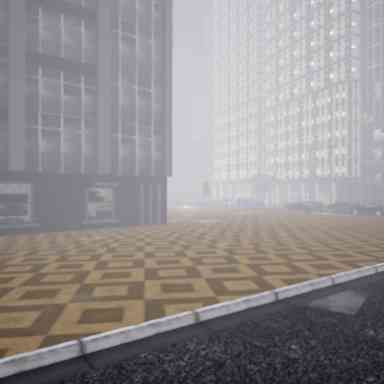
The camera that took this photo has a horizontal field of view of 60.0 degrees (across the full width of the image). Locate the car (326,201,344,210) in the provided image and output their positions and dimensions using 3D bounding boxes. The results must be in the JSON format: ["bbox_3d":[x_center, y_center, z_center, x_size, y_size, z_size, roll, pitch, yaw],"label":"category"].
[{"bbox_3d":[21.138,1.941,47.251,1.947,1.339,4.313,-1,-1,-24],"label":"car"}]

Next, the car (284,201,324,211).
[{"bbox_3d":[15.191,1.940,46.394,2.033,1.411,5.357,0,-1,-24],"label":"car"}]

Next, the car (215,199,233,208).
[{"bbox_3d":[7.019,2.109,64.792,2.097,1.767,4.553,0,-1,-24],"label":"car"}]

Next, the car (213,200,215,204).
[{"bbox_3d":[4.985,2.656,83.154,1.802,1.307,4.206,-1,-1,-24],"label":"car"}]

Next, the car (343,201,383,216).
[{"bbox_3d":[18.111,1.718,33.553,2.008,1.369,4.403,-1,-1,-24],"label":"car"}]

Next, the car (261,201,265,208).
[{"bbox_3d":[11.599,2.177,62.003,1.837,1.490,4.892,0,-1,-23],"label":"car"}]

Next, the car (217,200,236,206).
[{"bbox_3d":[7.361,2.282,71.341,1.895,1.301,4.718,0,-1,-24],"label":"car"}]

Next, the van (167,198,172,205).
[{"bbox_3d":[-4.970,2.501,84.846,1.690,1.788,3.998,-1,-1,-24],"label":"van"}]

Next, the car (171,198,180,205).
[{"bbox_3d":[-2.658,2.602,79.716,1.887,1.381,4.507,-1,-1,-24],"label":"car"}]

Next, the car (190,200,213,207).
[{"bbox_3d":[1.957,2.403,69.457,2.008,1.369,4.403,-1,-1,-24],"label":"car"}]

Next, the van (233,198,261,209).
[{"bbox_3d":[8.876,1.895,54.073,1.690,1.788,3.998,-1,-1,-24],"label":"van"}]

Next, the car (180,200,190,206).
[{"bbox_3d":[-0.282,2.477,74.432,1.752,1.417,4.829,-1,-1,-24],"label":"car"}]

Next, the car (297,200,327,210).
[{"bbox_3d":[18.830,2.038,52.380,1.947,1.339,4.313,-1,-1,-24],"label":"car"}]
